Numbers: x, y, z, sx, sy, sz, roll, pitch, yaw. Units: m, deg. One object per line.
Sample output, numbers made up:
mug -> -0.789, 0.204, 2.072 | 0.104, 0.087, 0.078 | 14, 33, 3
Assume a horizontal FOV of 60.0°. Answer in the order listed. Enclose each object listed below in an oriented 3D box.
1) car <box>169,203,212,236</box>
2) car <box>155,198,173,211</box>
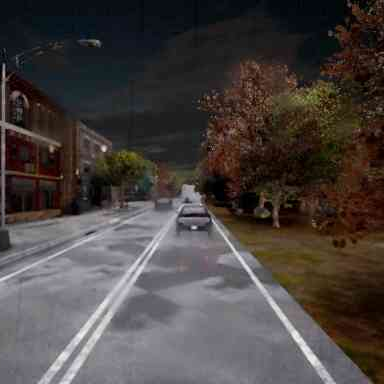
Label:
car -> 0.103, 1.490, 18.400 | 2.128, 1.511, 4.902 | 0, 0, 0
car -> -3.333, 1.470, 39.983 | 1.882, 1.535, 5.008 | 0, 0, 0
